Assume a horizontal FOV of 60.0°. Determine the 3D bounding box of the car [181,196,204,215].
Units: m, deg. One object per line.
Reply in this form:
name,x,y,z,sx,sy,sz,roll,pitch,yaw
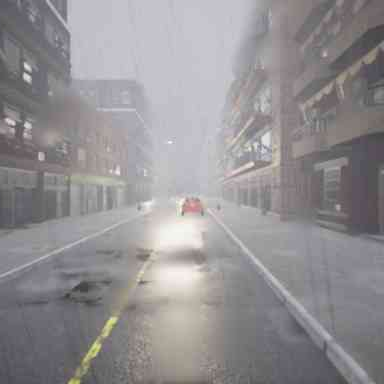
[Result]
car,0.050,1.272,32.895,2.097,1.767,4.553,0,0,0
